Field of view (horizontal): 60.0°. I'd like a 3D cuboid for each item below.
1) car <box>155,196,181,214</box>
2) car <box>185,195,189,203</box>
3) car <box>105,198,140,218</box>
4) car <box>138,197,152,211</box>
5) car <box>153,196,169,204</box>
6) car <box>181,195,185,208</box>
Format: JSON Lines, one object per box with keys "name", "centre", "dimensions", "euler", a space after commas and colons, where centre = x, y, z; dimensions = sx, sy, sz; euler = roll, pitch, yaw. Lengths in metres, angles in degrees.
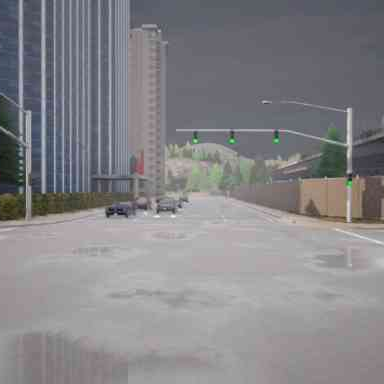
{"name": "car", "centre": [-2.503, 1.387, 34.110], "dimensions": [1.837, 1.490, 4.892], "euler": [0, 0, 2]}
{"name": "car", "centre": [-1.604, 1.336, 62.540], "dimensions": [2.033, 1.411, 5.357], "euler": [0, 0, 2]}
{"name": "car", "centre": [-6.152, 1.498, 29.268], "dimensions": [1.895, 1.301, 4.718], "euler": [0, 0, 2]}
{"name": "car", "centre": [-5.872, 1.344, 38.665], "dimensions": [1.882, 1.535, 5.008], "euler": [0, 0, 2]}
{"name": "car", "centre": [-5.283, 1.351, 57.807], "dimensions": [2.033, 1.411, 5.357], "euler": [0, 0, 2]}
{"name": "car", "centre": [-2.260, 1.377, 43.382], "dimensions": [1.812, 1.442, 4.674], "euler": [0, 0, 3]}
